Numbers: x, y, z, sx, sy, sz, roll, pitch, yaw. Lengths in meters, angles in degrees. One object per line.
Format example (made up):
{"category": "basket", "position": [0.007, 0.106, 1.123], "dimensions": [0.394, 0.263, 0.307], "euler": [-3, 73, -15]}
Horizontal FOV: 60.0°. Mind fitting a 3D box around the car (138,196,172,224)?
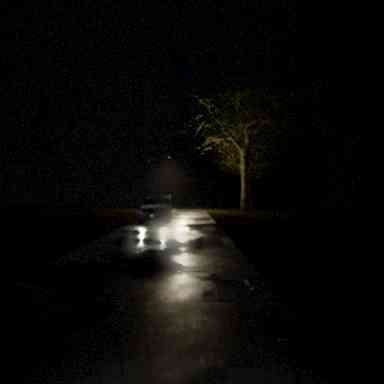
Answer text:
{"category": "car", "position": [-2.757, 1.334, 25.796], "dimensions": [2.150, 2.045, 5.566], "euler": [0, -1, 0]}
